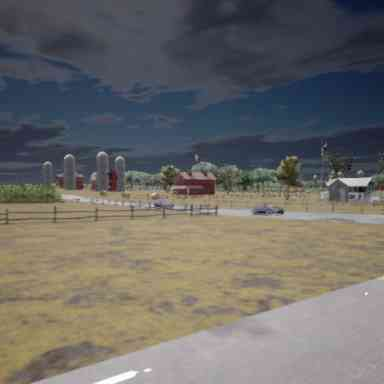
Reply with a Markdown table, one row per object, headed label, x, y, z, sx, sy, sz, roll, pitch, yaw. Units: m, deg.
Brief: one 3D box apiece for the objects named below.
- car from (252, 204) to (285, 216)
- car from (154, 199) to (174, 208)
| label | x | y | z | sx | sy | sz | roll | pitch | yaw |
| --- | --- | --- | --- | --- | --- | --- | --- | --- | --- |
| car | 9.404 | 2.180 | 41.152 | 1.994 | 1.385 | 4.181 | -1 | 0 | -36 |
| car | -5.151 | 2.113 | 61.595 | 2.097 | 1.767 | 4.553 | -1 | 1 | -35 |
